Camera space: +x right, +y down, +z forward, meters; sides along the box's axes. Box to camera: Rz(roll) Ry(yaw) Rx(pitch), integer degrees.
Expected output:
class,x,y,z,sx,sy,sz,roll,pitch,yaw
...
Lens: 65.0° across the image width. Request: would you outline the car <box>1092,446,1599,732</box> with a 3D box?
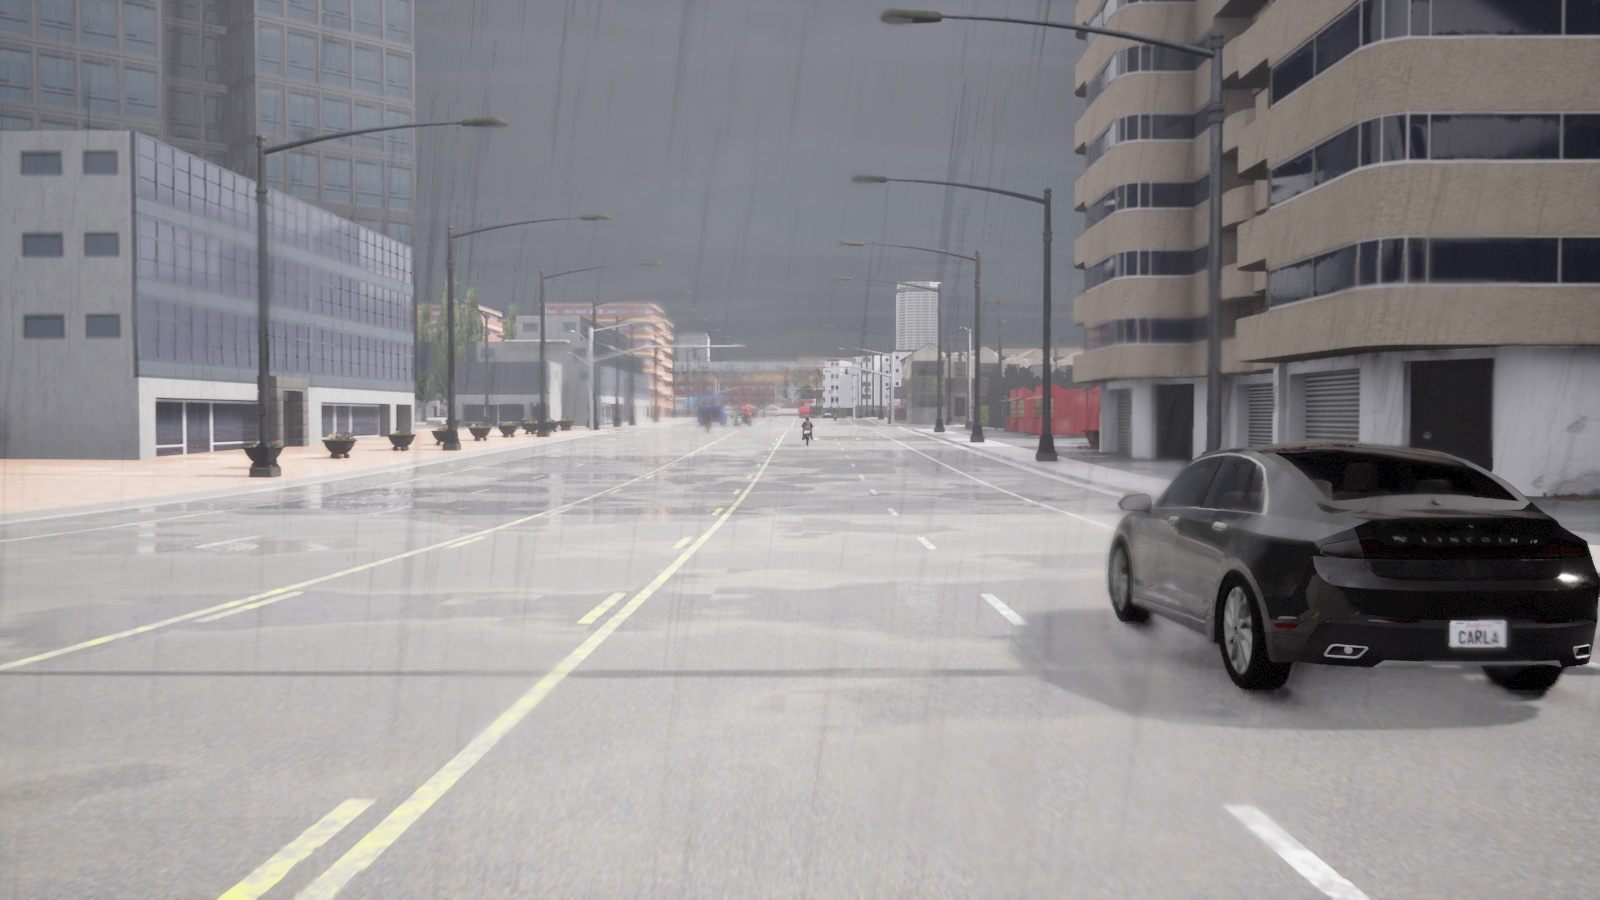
class,x,y,z,sx,sy,sz,roll,pitch,yaw
car,3.567,0.715,8.986,1.837,1.490,4.892,0,0,0
